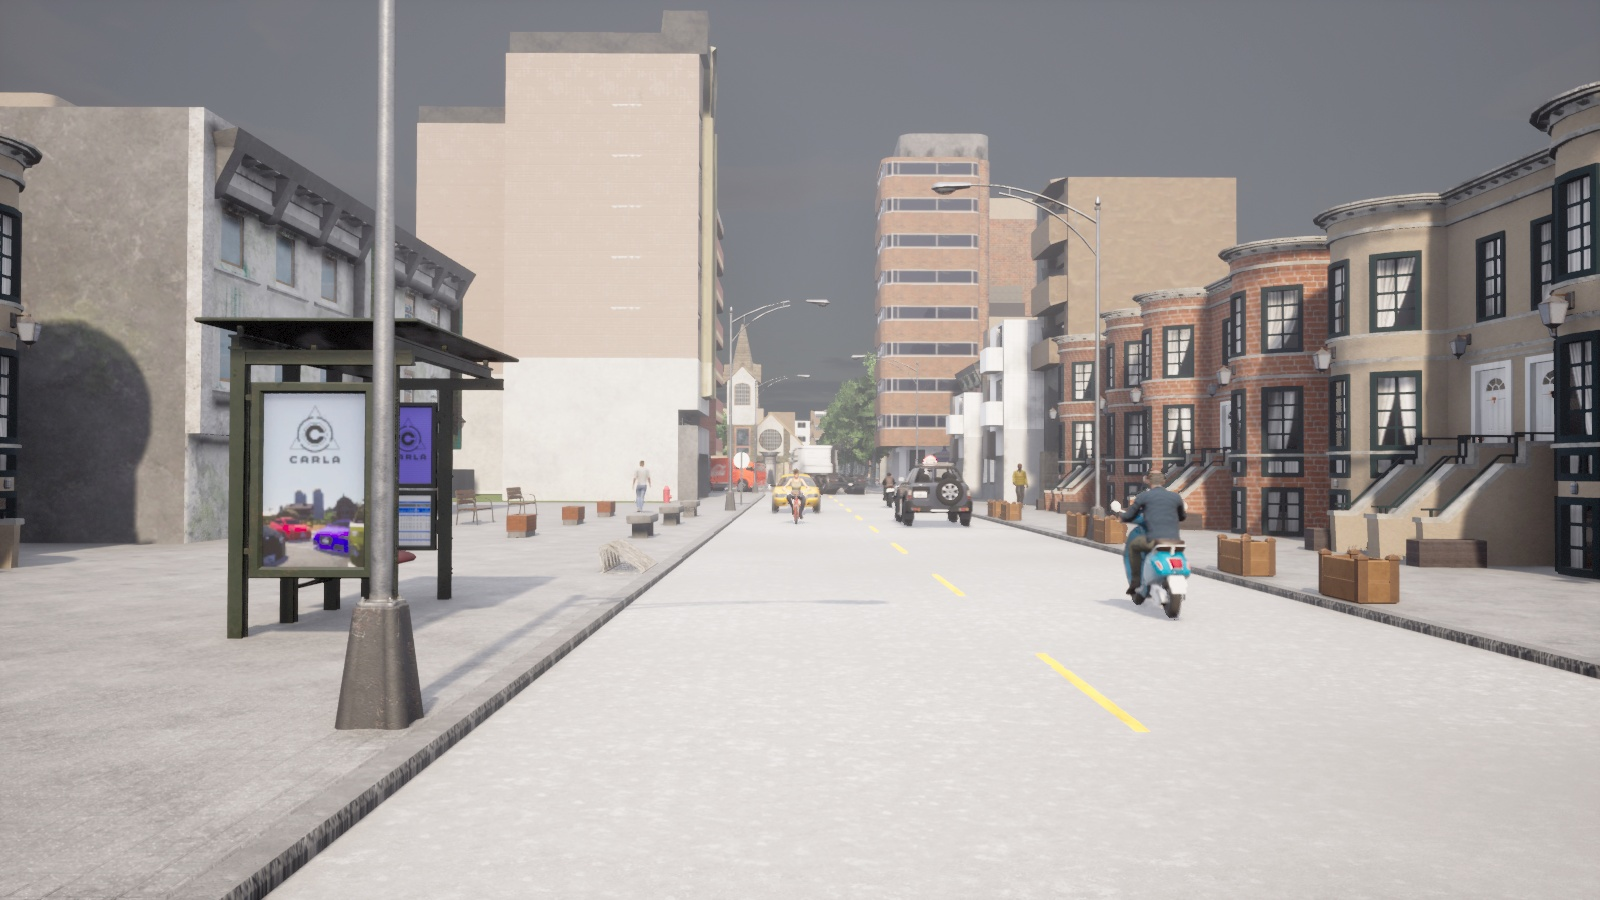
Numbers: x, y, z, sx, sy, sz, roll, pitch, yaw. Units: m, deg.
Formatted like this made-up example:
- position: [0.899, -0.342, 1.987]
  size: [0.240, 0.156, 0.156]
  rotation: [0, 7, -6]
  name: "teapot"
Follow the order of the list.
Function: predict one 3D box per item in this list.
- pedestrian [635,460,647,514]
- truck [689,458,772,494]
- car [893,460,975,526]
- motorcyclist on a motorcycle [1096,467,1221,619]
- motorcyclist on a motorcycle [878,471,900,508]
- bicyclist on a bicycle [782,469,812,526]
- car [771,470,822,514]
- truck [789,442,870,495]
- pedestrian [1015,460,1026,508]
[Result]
- position: [-5.418, 1.261, 42.707]
  size: [0.354, 1.836, 0.706]
  rotation: [0, -1, -10]
  name: "pedestrian"
- position: [-4.880, 1.823, 88.131]
  size: [5.204, 2.467, 2.627]
  rotation: [0, -2, 21]
  name: "truck"
- position: [3.906, 1.242, 37.368]
  size: [1.932, 1.855, 4.605]
  rotation: [0, -1, 0]
  name: "car"
- position: [3.965, 0.988, 14.062]
  size: [0.866, 1.590, 1.817]
  rotation: [0, -1, 0]
  name: "motorcyclist on a motorcycle"
- position: [3.838, 1.687, 54.089]
  size: [0.797, 1.523, 2.044]
  rotation: [0, -1, 0]
  name: "motorcyclist on a motorcycle"
- position: [-0.096, 1.363, 36.535]
  size: [0.866, 1.612, 1.509]
  rotation: [0, -1, 0]
  name: "bicyclist on a bicycle"
- position: [-0.136, 1.554, 47.828]
  size: [1.801, 1.575, 5.366]
  rotation: [0, -1, 0]
  name: "car"
- position: [1.934, 1.281, 86.817]
  size: [2.891, 3.462, 7.936]
  rotation: [0, -1, -21]
  name: "truck"
- position: [8.506, 1.301, 48.432]
  size: [0.370, 1.835, 0.726]
  rotation: [0, -1, 7]
  name: "pedestrian"
